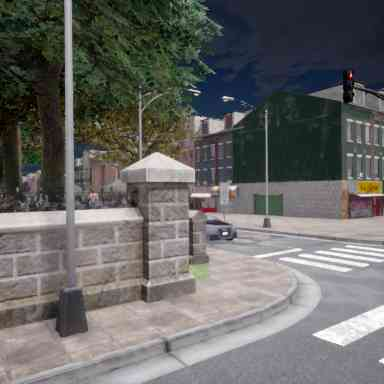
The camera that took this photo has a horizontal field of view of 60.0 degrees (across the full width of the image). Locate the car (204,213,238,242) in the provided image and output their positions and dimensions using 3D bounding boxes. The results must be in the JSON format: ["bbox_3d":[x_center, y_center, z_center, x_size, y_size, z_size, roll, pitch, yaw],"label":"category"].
[{"bbox_3d":[0.366,1.767,16.970,1.994,1.385,4.181,-1,0,-36],"label":"car"}]
